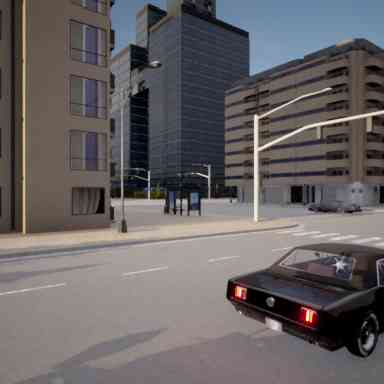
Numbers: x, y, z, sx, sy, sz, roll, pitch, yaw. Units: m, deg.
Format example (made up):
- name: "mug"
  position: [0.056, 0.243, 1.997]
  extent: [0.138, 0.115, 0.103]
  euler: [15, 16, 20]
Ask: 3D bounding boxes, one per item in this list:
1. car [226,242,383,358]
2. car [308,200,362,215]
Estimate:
- name: "car"
  position: [2.954, 1.601, 6.035]
  extent: [4.718, 1.301, 1.895]
  euler: [0, 0, -36]
- name: "car"
  position: [15.137, 1.603, 35.473]
  extent: [2.033, 1.411, 5.357]
  euler: [0, 0, -37]
